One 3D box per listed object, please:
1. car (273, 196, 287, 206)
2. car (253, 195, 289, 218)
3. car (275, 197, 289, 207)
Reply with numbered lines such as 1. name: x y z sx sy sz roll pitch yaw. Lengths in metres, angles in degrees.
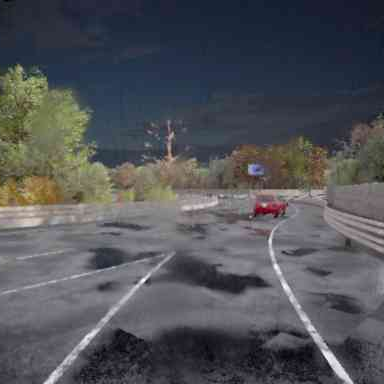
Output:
1. car: 15.297 1.553 58.085 1.882 1.535 5.008 0 0 8
2. car: 7.216 1.256 30.763 2.150 2.045 5.566 0 0 24
3. car: 14.394 1.598 53.476 1.812 1.442 4.674 0 0 11
